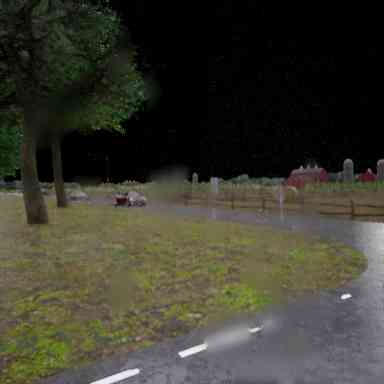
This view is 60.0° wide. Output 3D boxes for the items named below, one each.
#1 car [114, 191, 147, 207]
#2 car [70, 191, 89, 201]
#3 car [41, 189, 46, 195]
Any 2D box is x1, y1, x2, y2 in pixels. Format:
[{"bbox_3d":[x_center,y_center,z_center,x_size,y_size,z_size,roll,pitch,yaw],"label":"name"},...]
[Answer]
[{"bbox_3d":[-6.690,0.672,36.141,2.097,1.767,4.553,-2,2,-36],"label":"car"},{"bbox_3d":[-17.278,0.637,50.961,1.812,1.442,4.674,-2,2,-36],"label":"car"},{"bbox_3d":[-39.208,0.038,85.995,1.882,1.535,5.008,-2,2,-36],"label":"car"}]
